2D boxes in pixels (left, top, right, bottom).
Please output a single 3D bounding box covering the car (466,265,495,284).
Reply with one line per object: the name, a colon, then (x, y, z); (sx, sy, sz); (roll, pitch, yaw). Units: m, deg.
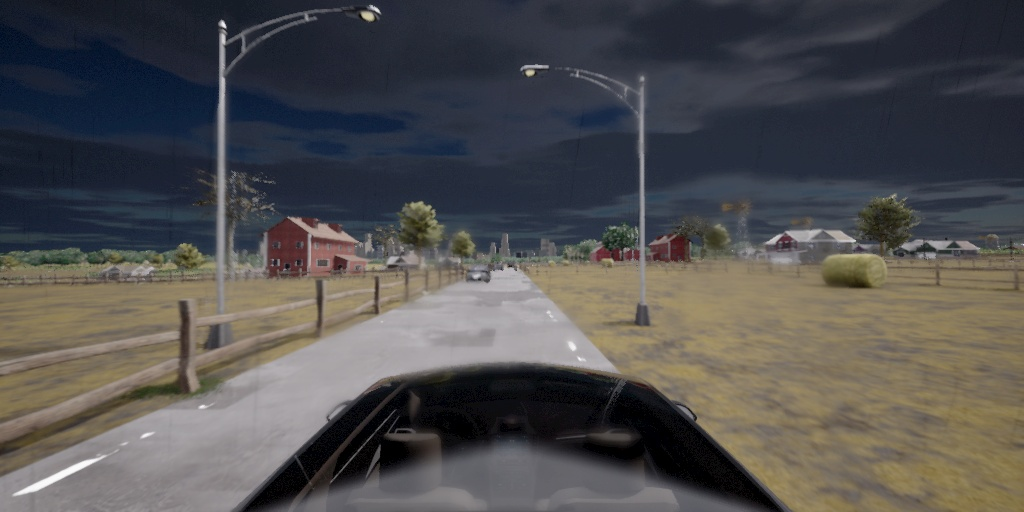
car: (-2.845, 1.530, 30.971); (2.128, 1.511, 4.902); (0, -1, 0)
